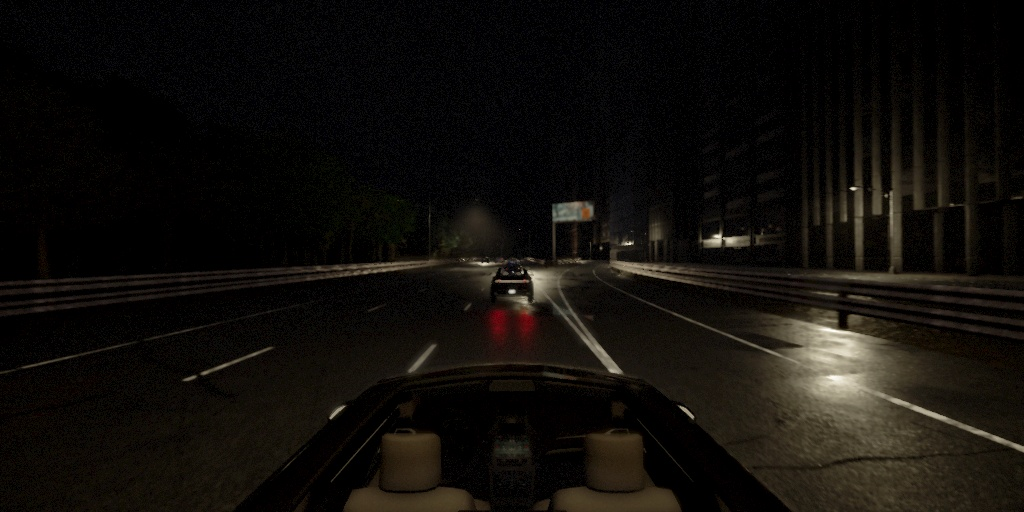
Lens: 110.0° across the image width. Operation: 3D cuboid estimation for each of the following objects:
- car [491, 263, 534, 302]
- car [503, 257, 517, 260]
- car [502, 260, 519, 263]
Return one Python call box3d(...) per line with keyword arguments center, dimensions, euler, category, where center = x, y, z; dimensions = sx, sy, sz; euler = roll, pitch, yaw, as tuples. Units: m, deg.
box3d(center=(0.007, 1.256, 17.257), dimensions=(2.128, 1.511, 4.902), euler=(0, 0, 0), category="car")
box3d(center=(0.106, 1.113, 57.289), dimensions=(2.097, 1.767, 4.553), euler=(0, 0, 0), category="car")
box3d(center=(0.115, 1.378, 39.631), dimensions=(1.895, 1.301, 4.718), euler=(0, 0, 0), category="car")
